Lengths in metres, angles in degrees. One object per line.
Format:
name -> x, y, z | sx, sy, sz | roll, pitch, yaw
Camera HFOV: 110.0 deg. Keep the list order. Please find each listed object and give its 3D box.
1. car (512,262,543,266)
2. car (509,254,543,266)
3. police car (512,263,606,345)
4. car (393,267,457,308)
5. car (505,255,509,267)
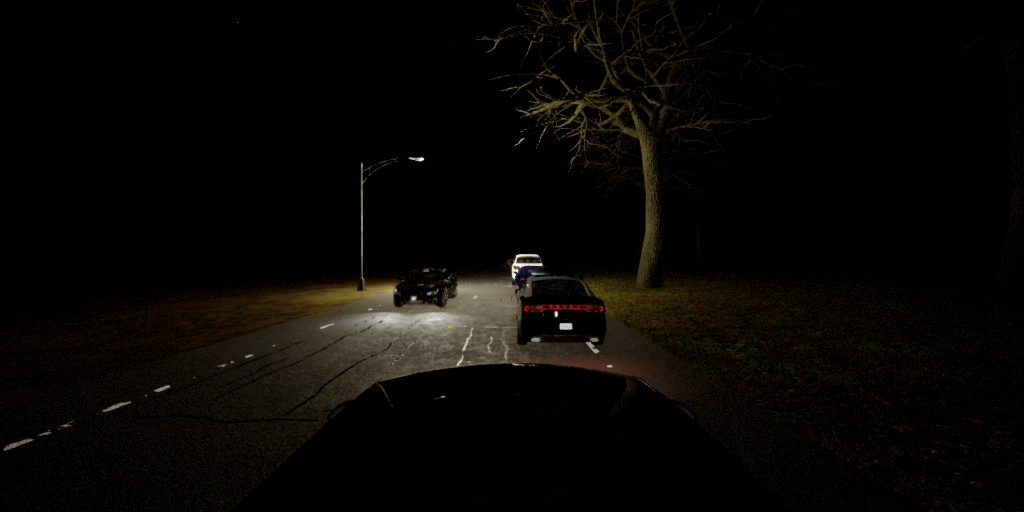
car -> 1.066, 1.237, 19.482 | 1.812, 1.442, 4.674 | 0, 0, 0
car -> 1.072, 0.910, 25.512 | 2.150, 2.045, 5.566 | 0, 0, 0
police car -> 1.057, 1.164, 9.591 | 1.930, 1.638, 5.238 | 0, 0, 0
car -> -3.488, 1.230, 15.139 | 1.837, 1.490, 4.892 | 0, 1, 0
car -> 0.111, 0.913, 54.487 | 1.812, 1.442, 4.674 | 0, 1, 0
